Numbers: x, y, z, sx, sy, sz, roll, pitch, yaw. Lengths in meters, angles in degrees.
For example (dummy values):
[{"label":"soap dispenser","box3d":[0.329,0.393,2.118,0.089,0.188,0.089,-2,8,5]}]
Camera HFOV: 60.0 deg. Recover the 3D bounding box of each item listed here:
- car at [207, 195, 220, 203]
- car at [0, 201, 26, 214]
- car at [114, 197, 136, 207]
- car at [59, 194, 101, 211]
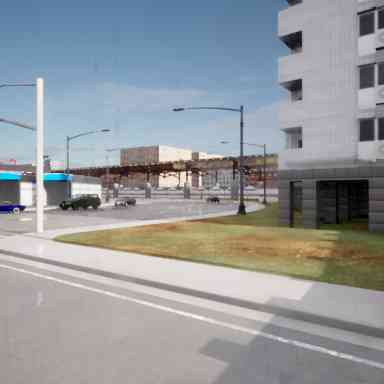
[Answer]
[{"label":"car","box3d":[4.410,1.502,69.673,1.837,1.490,4.892,0,0,-12]},{"label":"car","box3d":[-19.692,1.601,33.894,1.895,1.301,4.718,0,0,37]},{"label":"car","box3d":[-10.295,1.492,51.630,2.128,1.511,4.902,0,0,14]},{"label":"car","box3d":[-14.058,1.221,42.216,2.150,2.045,5.566,0,0,29]}]
